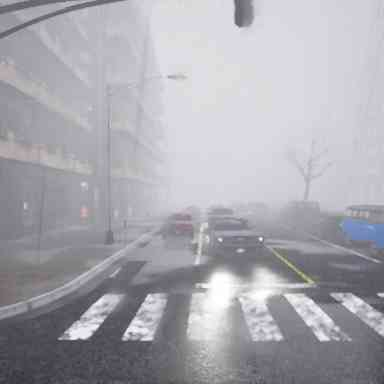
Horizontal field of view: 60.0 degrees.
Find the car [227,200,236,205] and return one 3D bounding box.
[{"bbox_3d":[10.739,2.875,90.640,2.008,1.369,4.403,-1,-1,2],"label":"car"}]

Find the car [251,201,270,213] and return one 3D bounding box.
[{"bbox_3d":[9.279,2.055,45.347,1.882,1.535,5.008,-1,-1,2],"label":"car"}]

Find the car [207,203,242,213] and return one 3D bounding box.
[{"bbox_3d":[2.110,1.817,23.344,1.882,1.535,5.008,-1,-1,2],"label":"car"}]

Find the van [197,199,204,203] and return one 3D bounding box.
[{"bbox_3d":[2.132,2.720,85.477,1.690,1.788,3.998,-1,-1,2],"label":"van"}]

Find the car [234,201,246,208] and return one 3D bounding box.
[{"bbox_3d":[9.811,2.524,68.570,1.947,1.339,4.313,-1,-1,2],"label":"car"}]

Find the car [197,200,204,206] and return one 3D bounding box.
[{"bbox_3d":[2.366,3.015,90.990,1.887,1.381,4.507,-1,-1,2],"label":"car"}]

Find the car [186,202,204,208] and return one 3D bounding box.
[{"bbox_3d":[0.047,2.121,35.817,1.887,1.381,4.507,-1,-1,2],"label":"car"}]

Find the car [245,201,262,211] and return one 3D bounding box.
[{"bbox_3d":[9.573,2.166,52.341,1.882,1.535,5.008,-1,-1,2],"label":"car"}]

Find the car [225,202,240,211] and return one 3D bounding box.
[{"bbox_3d":[6.480,2.360,53.455,1.895,1.301,4.718,-1,-1,2],"label":"car"}]

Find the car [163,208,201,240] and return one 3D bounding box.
[{"bbox_3d":[-0.648,1.865,19.265,1.887,1.381,4.507,-1,-1,2],"label":"car"}]

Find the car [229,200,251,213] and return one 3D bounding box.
[{"bbox_3d":[6.127,2.153,43.813,2.033,1.411,5.357,-1,-1,3],"label":"car"}]

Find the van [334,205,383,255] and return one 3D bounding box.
[{"bbox_3d":[7.489,1.431,13.400,1.690,1.788,3.998,-1,-1,2],"label":"van"}]

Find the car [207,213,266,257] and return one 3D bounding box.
[{"bbox_3d":[1.716,1.797,13.955,1.895,1.301,4.718,-1,-1,0],"label":"car"}]

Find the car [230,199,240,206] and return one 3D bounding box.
[{"bbox_3d":[10.273,2.581,79.607,1.967,1.590,4.097,-1,-1,2],"label":"car"}]

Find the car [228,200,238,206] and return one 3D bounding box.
[{"bbox_3d":[10.507,2.783,85.122,2.008,1.369,4.403,-1,-1,2],"label":"car"}]

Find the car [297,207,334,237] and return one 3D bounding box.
[{"bbox_3d":[7.724,1.740,18.914,1.947,1.339,4.313,-1,-1,2],"label":"car"}]

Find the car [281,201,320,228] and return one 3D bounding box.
[{"bbox_3d":[7.953,1.574,24.436,2.192,1.841,5.009,-1,-1,2],"label":"car"}]
